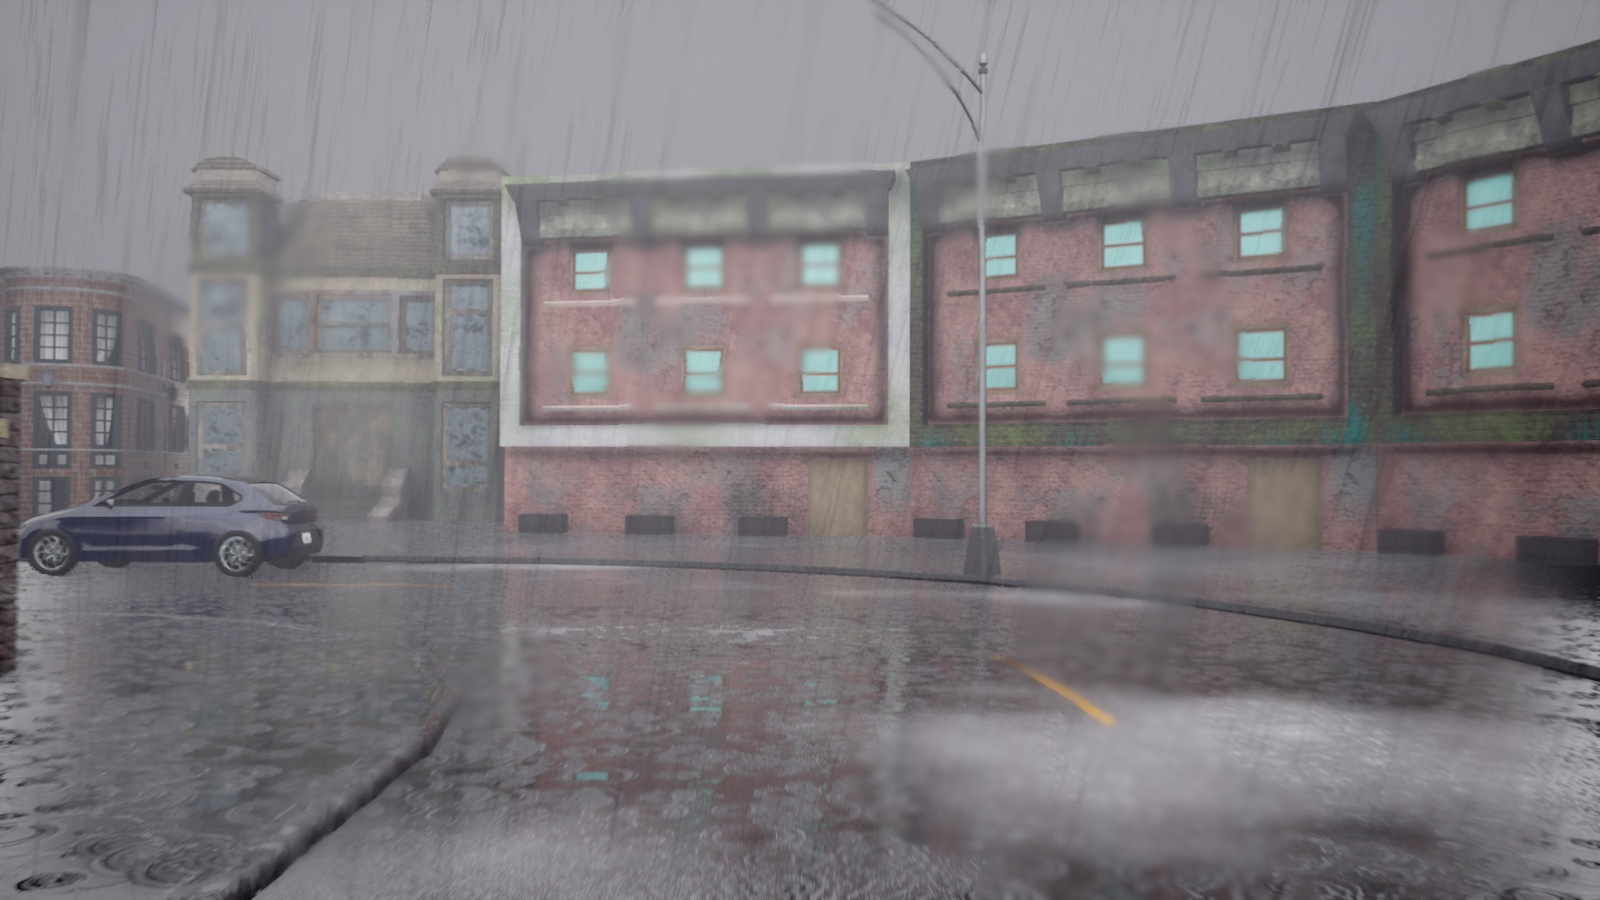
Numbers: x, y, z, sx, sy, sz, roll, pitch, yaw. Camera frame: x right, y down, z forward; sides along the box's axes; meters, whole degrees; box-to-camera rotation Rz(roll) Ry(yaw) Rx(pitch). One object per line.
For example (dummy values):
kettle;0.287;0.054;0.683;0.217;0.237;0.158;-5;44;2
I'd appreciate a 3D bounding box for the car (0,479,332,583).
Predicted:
car;-9.490;1.183;18.916;4.193;1.474;1.816;0;-1;3
